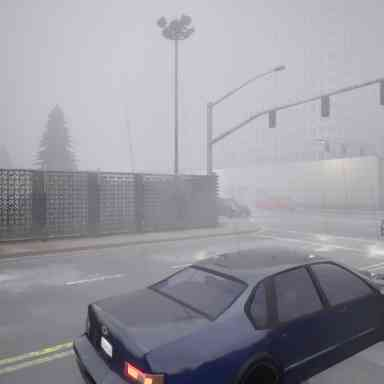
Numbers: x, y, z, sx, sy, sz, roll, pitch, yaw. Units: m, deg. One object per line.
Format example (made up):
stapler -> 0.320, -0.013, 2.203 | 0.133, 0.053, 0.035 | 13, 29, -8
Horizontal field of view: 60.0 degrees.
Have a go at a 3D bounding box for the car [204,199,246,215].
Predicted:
car -> 3.355, 1.470, 34.713 | 1.812, 1.442, 4.674 | 0, 0, -35

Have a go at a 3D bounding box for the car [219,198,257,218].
car -> 3.033, 1.297, 29.120 | 2.097, 1.767, 4.553 | 0, 0, -35

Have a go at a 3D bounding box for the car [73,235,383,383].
car -> 1.228, 1.547, 4.674 | 5.357, 1.411, 2.033 | 0, 0, -35

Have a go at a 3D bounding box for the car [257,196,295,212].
car -> 9.531, 1.296, 38.492 | 2.097, 1.767, 4.553 | 0, 0, -36

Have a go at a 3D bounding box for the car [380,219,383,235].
car -> 11.094, 1.445, 16.197 | 5.008, 1.535, 1.882 | 0, 0, -35
